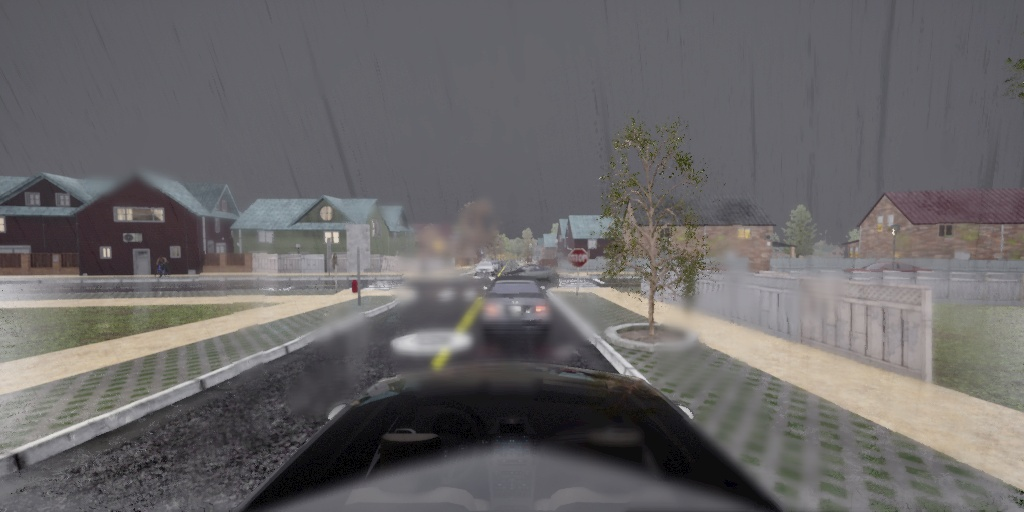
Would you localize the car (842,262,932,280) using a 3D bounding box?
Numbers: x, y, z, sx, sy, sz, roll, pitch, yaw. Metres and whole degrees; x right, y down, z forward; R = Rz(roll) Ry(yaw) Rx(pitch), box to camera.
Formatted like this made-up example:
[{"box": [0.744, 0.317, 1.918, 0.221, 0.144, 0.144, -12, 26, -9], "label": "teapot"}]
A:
[{"box": [26.859, 1.216, 25.812, 5.008, 1.535, 1.882, 1, 3, 9], "label": "car"}]

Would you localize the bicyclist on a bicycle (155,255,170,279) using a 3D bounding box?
[{"box": [-24.877, 0.755, 25.514, 0.582, 1.620, 1.656, 0, 3, -16], "label": "bicyclist on a bicycle"}]

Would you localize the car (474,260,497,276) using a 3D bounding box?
[{"box": [-2.802, 1.279, 37.714, 1.812, 1.442, 4.674, 0, 0, -2], "label": "car"}]

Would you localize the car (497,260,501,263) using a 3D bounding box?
[{"box": [-2.835, 1.375, 47.645, 1.895, 1.301, 4.718, 0, 0, 0], "label": "car"}]

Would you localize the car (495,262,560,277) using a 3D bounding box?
[{"box": [1.324, 1.324, 25.103, 4.181, 1.385, 1.994, -2, 3, -29], "label": "car"}]

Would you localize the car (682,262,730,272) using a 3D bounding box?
[{"box": [13.941, 1.201, 27.042, 4.674, 1.442, 1.812, 0, 3, 3], "label": "car"}]

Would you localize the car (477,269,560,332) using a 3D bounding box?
[{"box": [0.105, 1.289, 10.787, 2.033, 1.411, 5.357, 0, 0, 0], "label": "car"}]
